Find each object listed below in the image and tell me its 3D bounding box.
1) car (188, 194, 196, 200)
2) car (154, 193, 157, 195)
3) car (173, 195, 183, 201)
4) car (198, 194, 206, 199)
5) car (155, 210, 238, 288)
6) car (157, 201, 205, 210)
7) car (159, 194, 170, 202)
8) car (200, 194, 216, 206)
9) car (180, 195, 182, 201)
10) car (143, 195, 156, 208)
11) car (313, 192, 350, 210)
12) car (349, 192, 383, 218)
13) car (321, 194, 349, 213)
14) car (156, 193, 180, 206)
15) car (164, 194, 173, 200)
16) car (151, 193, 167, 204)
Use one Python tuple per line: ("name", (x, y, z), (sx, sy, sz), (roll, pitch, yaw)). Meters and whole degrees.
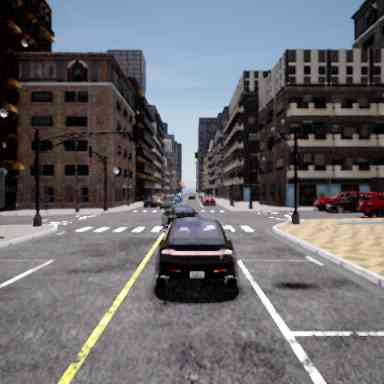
("car", (-0.011, 1.292, 85.170), (1.994, 1.385, 4.181), (0, 0, 0))
("car", (-5.699, 1.357, 51.814), (1.752, 1.417, 4.829), (0, 0, 0))
("car", (-3.011, 1.306, 74.122), (2.033, 1.411, 5.357), (0, 0, 0))
("car", (2.676, 1.274, 91.764), (2.008, 1.369, 4.403), (0, 0, 0))
("car", (0.099, 1.457, 9.134), (2.128, 1.511, 4.902), (0, 0, 0))
("car", (-0.775, 1.488, 20.840), (1.994, 1.385, 4.181), (-1, 0, -12))
("car", (-5.701, 1.223, 69.032), (1.967, 1.590, 4.097), (0, 0, 0))
("car", (2.681, 1.271, 51.987), (1.967, 1.590, 4.097), (0, 0, 0))
("car", (-3.088, 1.429, 53.186), (1.895, 1.301, 4.718), (0, 0, 0))
("car", (-5.697, 1.414, 46.302), (1.947, 1.339, 4.313), (0, 0, 0))
("car", (14.554, 0.897, 32.618), (5.009, 1.841, 2.192), (-1, 1, 0))
("car", (14.690, 0.941, 24.240), (5.009, 1.841, 2.192), (-1, 1, 0))
("car", (14.560, 1.122, 30.048), (4.674, 1.442, 1.812), (-1, 0, -1))
("car", (-3.072, 1.210, 43.252), (2.097, 1.767, 4.553), (0, 0, -1))
("car", (-5.702, 1.192, 80.397), (1.967, 1.590, 4.097), (0, 0, 0))
("car", (-5.700, 1.130, 57.666), (2.192, 1.841, 5.009), (0, 0, 0))
